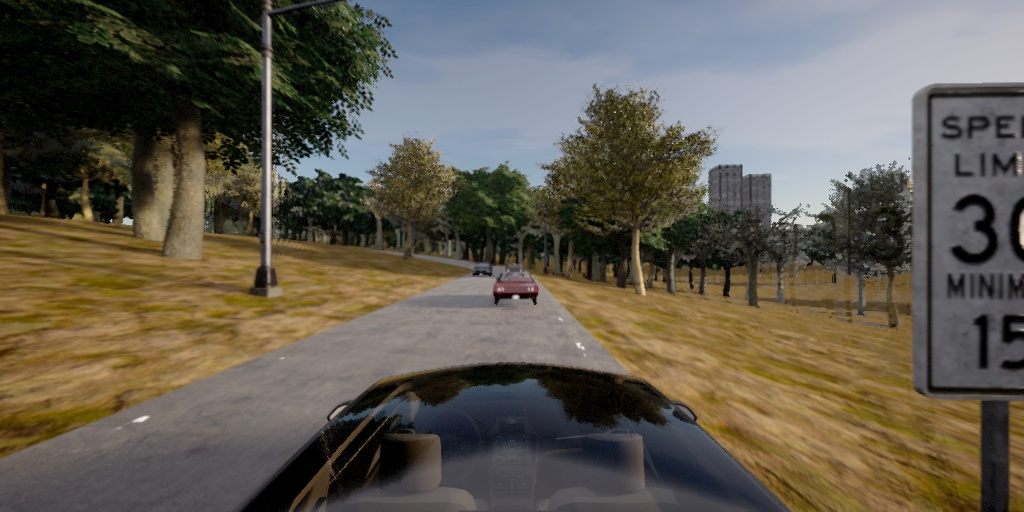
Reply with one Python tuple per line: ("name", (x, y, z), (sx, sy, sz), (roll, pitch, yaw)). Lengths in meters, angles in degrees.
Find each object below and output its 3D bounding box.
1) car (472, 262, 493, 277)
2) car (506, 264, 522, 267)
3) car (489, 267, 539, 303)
("car", (-2.919, 1.363, 36.747), (2.033, 1.411, 5.357), (0, 0, 1))
("car", (0.245, 1.424, 36.920), (1.895, 1.301, 4.718), (0, 0, 0))
("car", (0.159, 1.367, 16.589), (1.895, 1.301, 4.718), (0, 0, 0))
